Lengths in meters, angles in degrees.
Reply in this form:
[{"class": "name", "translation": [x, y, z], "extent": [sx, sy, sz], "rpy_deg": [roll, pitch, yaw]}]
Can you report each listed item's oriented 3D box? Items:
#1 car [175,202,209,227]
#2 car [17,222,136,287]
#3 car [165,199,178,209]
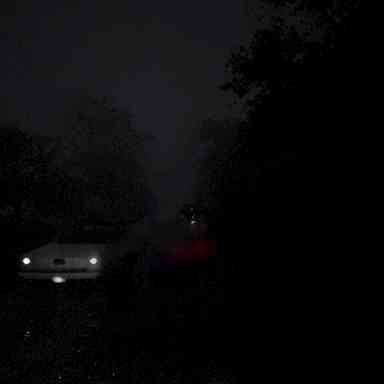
[{"class": "car", "translation": [0.058, 1.554, 22.194], "extent": [1.895, 1.301, 4.718], "rpy_deg": [0, 0, 0]}, {"class": "car", "translation": [-2.860, 1.567, 9.336], "extent": [1.895, 1.301, 4.718], "rpy_deg": [0, 0, 0]}, {"class": "car", "translation": [-3.028, 1.750, 50.053], "extent": [2.033, 1.411, 5.357], "rpy_deg": [0, -1, 0]}]
